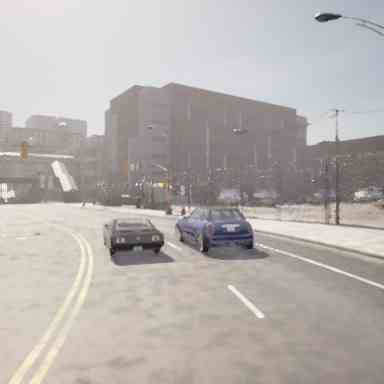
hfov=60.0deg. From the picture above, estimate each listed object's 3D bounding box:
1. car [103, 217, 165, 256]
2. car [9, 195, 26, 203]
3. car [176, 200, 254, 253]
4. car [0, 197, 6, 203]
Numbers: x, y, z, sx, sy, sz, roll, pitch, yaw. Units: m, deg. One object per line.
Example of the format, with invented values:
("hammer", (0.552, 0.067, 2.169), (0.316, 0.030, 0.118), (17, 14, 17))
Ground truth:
("car", (-2.541, 1.651, 13.428), (1.895, 1.301, 4.718), (0, 0, -18))
("car", (-43.774, 2.013, 83.484), (2.128, 1.511, 4.902), (0, 0, -33))
("car", (0.779, 1.382, 14.150), (2.097, 1.767, 4.553), (0, 0, -18))
("car", (-46.674, 2.002, 81.524), (1.837, 1.490, 4.892), (0, 0, -33))
